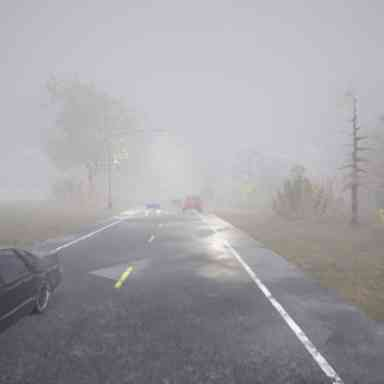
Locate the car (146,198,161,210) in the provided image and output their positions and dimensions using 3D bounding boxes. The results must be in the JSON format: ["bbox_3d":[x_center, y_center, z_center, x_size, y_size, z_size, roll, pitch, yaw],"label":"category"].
[{"bbox_3d":[-5.380,1.613,46.342,1.882,1.535,5.008,0,0,-4],"label":"car"}]

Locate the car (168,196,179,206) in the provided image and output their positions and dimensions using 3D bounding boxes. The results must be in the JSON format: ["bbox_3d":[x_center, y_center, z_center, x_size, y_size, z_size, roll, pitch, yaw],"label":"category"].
[{"bbox_3d":[-2.805,1.646,58.793,1.837,1.490,4.892,0,0,-5],"label":"car"}]

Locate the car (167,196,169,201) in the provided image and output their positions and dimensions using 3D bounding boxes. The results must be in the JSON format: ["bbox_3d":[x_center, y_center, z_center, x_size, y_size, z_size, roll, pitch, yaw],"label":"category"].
[{"bbox_3d":[-4.898,1.562,77.983,2.033,1.411,5.357,0,0,-7],"label":"car"}]

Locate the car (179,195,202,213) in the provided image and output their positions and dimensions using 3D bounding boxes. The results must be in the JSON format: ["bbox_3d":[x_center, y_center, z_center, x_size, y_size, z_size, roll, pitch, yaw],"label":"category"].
[{"bbox_3d":[-0.050,1.340,39.271,2.150,2.045,5.566,0,0,-4],"label":"car"}]

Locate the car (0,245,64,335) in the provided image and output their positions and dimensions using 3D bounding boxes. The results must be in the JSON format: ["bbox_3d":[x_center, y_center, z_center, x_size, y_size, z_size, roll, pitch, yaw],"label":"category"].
[{"bbox_3d":[-3.634,1.570,4.864,2.033,1.411,5.357,0,0,-1],"label":"car"}]
